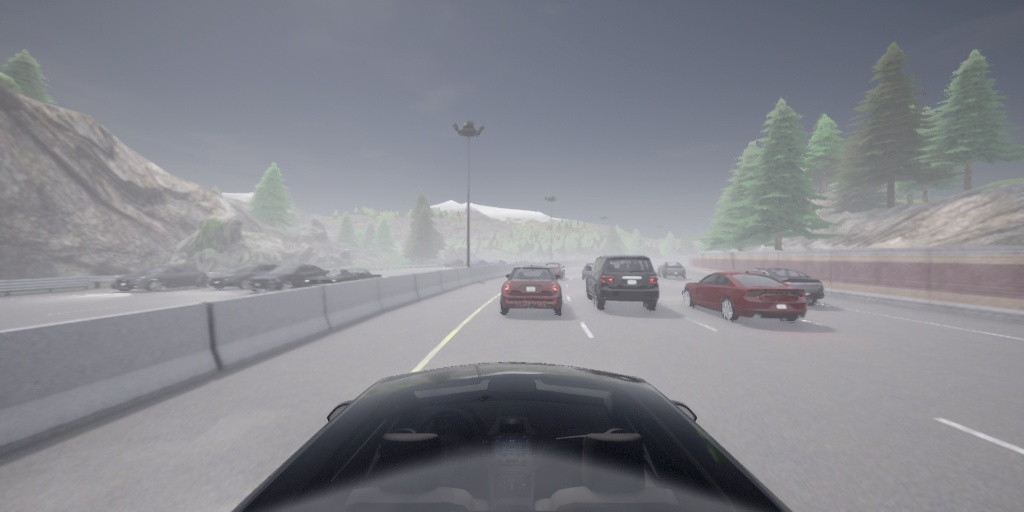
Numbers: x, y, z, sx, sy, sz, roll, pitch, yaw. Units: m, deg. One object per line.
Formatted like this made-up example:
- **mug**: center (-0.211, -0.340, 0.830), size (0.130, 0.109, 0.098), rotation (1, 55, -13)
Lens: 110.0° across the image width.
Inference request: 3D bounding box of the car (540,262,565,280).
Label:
- **car**: center (3.702, 1.298, 32.174), size (1.812, 1.442, 4.674), rotation (0, 0, 12)

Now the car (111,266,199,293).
- **car**: center (-19.789, 1.263, 20.457), size (1.994, 1.385, 4.181), rotation (0, 0, 7)

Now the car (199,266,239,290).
- **car**: center (-16.027, 1.216, 22.258), size (1.837, 1.490, 4.892), rotation (0, 0, 8)

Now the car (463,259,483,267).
- **car**: center (-5.820, 1.233, 60.606), size (1.882, 1.535, 5.008), rotation (0, 0, 22)

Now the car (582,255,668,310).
- **car**: center (4.389, 0.990, 14.970), size (2.150, 2.045, 5.566), rotation (0, 0, 6)

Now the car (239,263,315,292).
- **car**: center (-12.696, 1.198, 20.830), size (1.882, 1.535, 5.008), rotation (0, 0, 8)

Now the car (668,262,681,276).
- **car**: center (14.828, 1.297, 33.485), size (2.128, 1.511, 4.902), rotation (0, 0, 14)

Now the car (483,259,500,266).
- **car**: center (-2.526, 1.290, 59.478), size (1.812, 1.442, 4.674), rotation (0, 0, 23)

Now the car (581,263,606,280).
- **car**: center (7.393, 1.347, 32.539), size (1.994, 1.385, 4.181), rotation (0, 0, 13)

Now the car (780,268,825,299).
- **car**: center (11.587, 1.281, 16.210), size (2.128, 1.511, 4.902), rotation (0, 0, 6)

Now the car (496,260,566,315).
- **car**: center (0.799, 1.109, 13.861), size (2.097, 1.767, 4.553), rotation (0, 0, 5)

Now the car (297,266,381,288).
- **car**: center (-9.307, 1.331, 20.029), size (1.895, 1.301, 4.718), rotation (0, 0, 7)

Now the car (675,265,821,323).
- **car**: center (7.674, 1.254, 12.416), size (1.882, 1.535, 5.008), rotation (0, 0, 4)

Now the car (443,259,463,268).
- **car**: center (-9.681, 1.248, 60.380), size (1.837, 1.490, 4.892), rotation (0, 0, 21)
